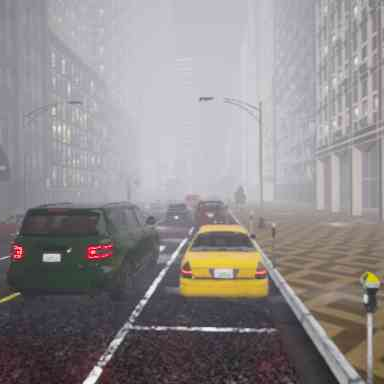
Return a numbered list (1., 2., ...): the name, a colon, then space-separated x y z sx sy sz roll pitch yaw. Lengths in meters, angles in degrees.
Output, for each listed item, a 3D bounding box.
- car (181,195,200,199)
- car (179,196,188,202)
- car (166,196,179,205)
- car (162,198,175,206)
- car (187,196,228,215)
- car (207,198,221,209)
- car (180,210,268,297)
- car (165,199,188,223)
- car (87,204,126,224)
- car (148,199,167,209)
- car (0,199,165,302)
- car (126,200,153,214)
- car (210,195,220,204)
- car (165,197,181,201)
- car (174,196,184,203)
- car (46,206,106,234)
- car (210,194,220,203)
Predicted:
1. car: 0.194 1.359 43.684 2.150 2.045 5.566 -1 0 4
2. car: -2.138 1.865 89.131 1.947 1.339 4.313 -1 0 4
3. car: -3.820 1.685 66.459 1.967 1.590 4.097 -1 0 4
4. car: -4.237 1.812 60.790 1.802 1.307 4.206 -1 0 4
5. car: 1.175 1.370 20.496 2.192 1.841 5.009 -1 0 4
6. car: 3.280 1.677 48.835 2.008 1.369 4.403 -1 0 4
7. car: 0.770 1.478 8.662 1.801 1.575 5.366 -1 0 4
8. car: -0.953 1.598 26.661 1.837 1.490 4.892 -1 0 4
9. car: -6.757 1.728 26.782 1.802 1.307 4.206 -1 0 4
10. car: -5.078 1.753 49.454 2.008 1.369 4.403 -1 0 4
11. car: -2.294 1.269 8.597 2.150 2.045 5.566 -1 0 4
12. car: -5.918 1.725 38.118 2.008 1.369 4.403 -1 0 4
13. car: 4.955 1.498 71.509 2.192 1.841 5.009 -1 0 4
14. car: -2.574 1.737 46.848 1.994 1.385 4.181 -1 0 5
15. car: -2.991 1.797 77.625 1.752 1.417 4.829 -1 0 4
16. car: -7.178 1.682 21.114 2.008 1.369 4.403 -1 0 4
17. car: 5.375 1.511 77.177 2.192 1.841 5.009 -1 0 4
